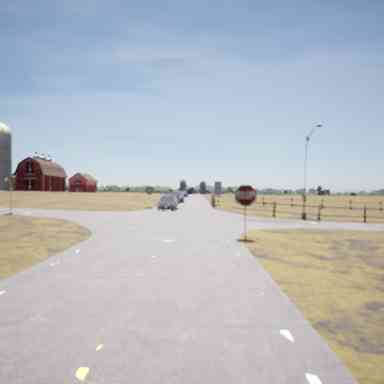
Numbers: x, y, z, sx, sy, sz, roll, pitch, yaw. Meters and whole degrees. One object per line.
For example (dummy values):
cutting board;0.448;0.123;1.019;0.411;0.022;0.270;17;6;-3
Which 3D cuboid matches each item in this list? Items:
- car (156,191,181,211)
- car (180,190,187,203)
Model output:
car;-2.373;1.080;32.914;1.837;1.490;4.892;0;3;0
car;-2.205;0.600;47.696;2.097;1.767;4.553;0;0;1
